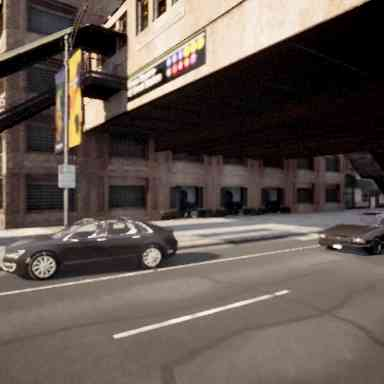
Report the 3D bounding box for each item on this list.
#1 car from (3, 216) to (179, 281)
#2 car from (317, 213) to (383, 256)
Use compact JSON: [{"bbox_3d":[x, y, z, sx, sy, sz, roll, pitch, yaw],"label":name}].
[{"bbox_3d":[-2.795,1.488,9.865,4.892,1.521,2.231,0,0,-26],"label":"car"},{"bbox_3d":[7.419,1.577,13.505,5.357,1.411,2.033,0,0,-35],"label":"car"}]
